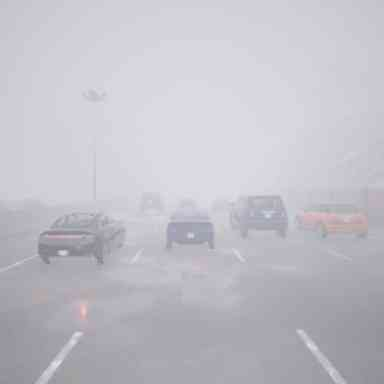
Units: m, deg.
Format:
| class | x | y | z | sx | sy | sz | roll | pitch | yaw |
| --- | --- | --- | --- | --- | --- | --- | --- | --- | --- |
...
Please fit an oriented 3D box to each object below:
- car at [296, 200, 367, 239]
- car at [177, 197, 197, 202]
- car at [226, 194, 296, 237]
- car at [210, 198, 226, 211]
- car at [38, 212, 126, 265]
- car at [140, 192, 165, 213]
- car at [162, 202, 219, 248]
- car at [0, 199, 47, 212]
| class | x | y | z | sx | sy | sz | roll | pitch | yaw |
| --- | --- | --- | --- | --- | --- | --- | --- | --- | --- |
| car | 6.853 | 1.264 | 16.938 | 2.097 | 1.767 | 4.553 | 0 | 0 | -1 |
| car | -0.507 | 1.332 | 34.813 | 1.837 | 1.490 | 4.892 | 0 | 0 | -1 |
| car | 3.345 | 1.133 | 17.494 | 2.150 | 2.045 | 5.566 | 0 | 0 | -1 |
| car | 2.996 | 1.318 | 34.687 | 2.128 | 1.511 | 4.902 | 0 | 0 | -1 |
| car | -3.546 | 1.436 | 11.486 | 2.128 | 1.511 | 4.902 | 0 | 0 | -1 |
| car | -3.990 | 1.055 | 33.985 | 2.150 | 2.045 | 5.566 | 0 | 0 | -1 |
| car | -0.099 | 1.406 | 14.442 | 1.882 | 1.535 | 5.008 | 0 | 0 | -1 |
| car | -14.598 | 1.352 | 29.529 | 2.128 | 1.511 | 4.902 | 0 | 0 | -1 |
